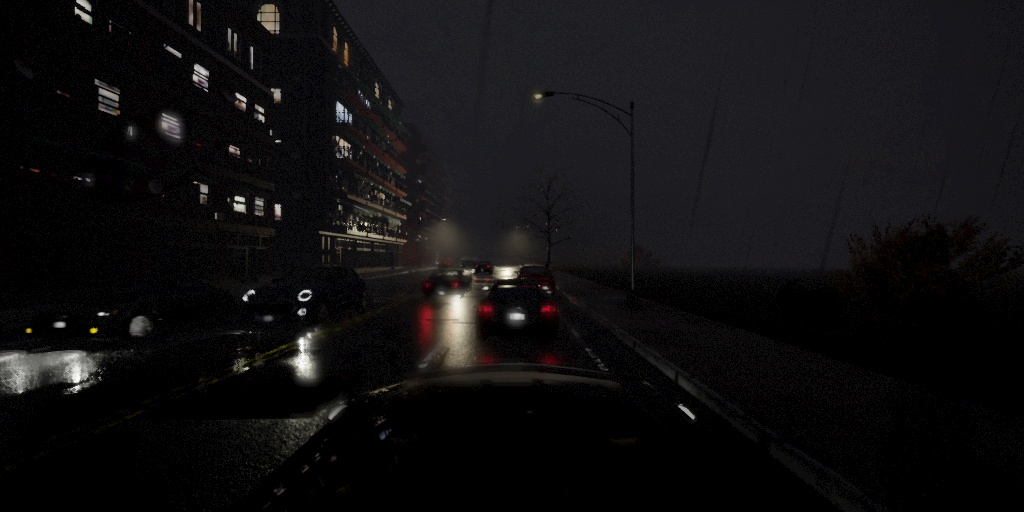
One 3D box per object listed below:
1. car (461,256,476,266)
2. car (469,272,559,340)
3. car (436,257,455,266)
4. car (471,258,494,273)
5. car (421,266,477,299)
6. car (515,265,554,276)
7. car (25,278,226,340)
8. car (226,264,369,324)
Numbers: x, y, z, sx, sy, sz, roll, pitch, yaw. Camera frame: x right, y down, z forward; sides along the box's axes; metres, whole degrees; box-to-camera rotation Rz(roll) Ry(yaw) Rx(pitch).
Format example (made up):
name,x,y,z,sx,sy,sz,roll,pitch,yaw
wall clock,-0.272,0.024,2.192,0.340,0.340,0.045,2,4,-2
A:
name,x,y,z,sx,sy,sz,roll,pitch,yaw
car,-6.526,0.970,55.245,2.150,2.045,5.566,0,0,0
car,0.111,1.315,9.942,1.994,1.385,4.181,0,0,0
car,-9.779,1.102,52.930,2.097,1.767,4.553,0,0,0
car,-3.109,1.277,40.033,1.812,1.442,4.674,0,0,0
car,-3.129,1.352,18.286,1.895,1.301,4.718,0,0,0
car,1.158,1.230,18.862,1.882,1.535,5.008,0,0,0
car,-9.840,1.315,9.801,1.994,1.385,4.181,0,0,0
car,-6.589,1.103,11.934,2.097,1.767,4.553,0,0,0
